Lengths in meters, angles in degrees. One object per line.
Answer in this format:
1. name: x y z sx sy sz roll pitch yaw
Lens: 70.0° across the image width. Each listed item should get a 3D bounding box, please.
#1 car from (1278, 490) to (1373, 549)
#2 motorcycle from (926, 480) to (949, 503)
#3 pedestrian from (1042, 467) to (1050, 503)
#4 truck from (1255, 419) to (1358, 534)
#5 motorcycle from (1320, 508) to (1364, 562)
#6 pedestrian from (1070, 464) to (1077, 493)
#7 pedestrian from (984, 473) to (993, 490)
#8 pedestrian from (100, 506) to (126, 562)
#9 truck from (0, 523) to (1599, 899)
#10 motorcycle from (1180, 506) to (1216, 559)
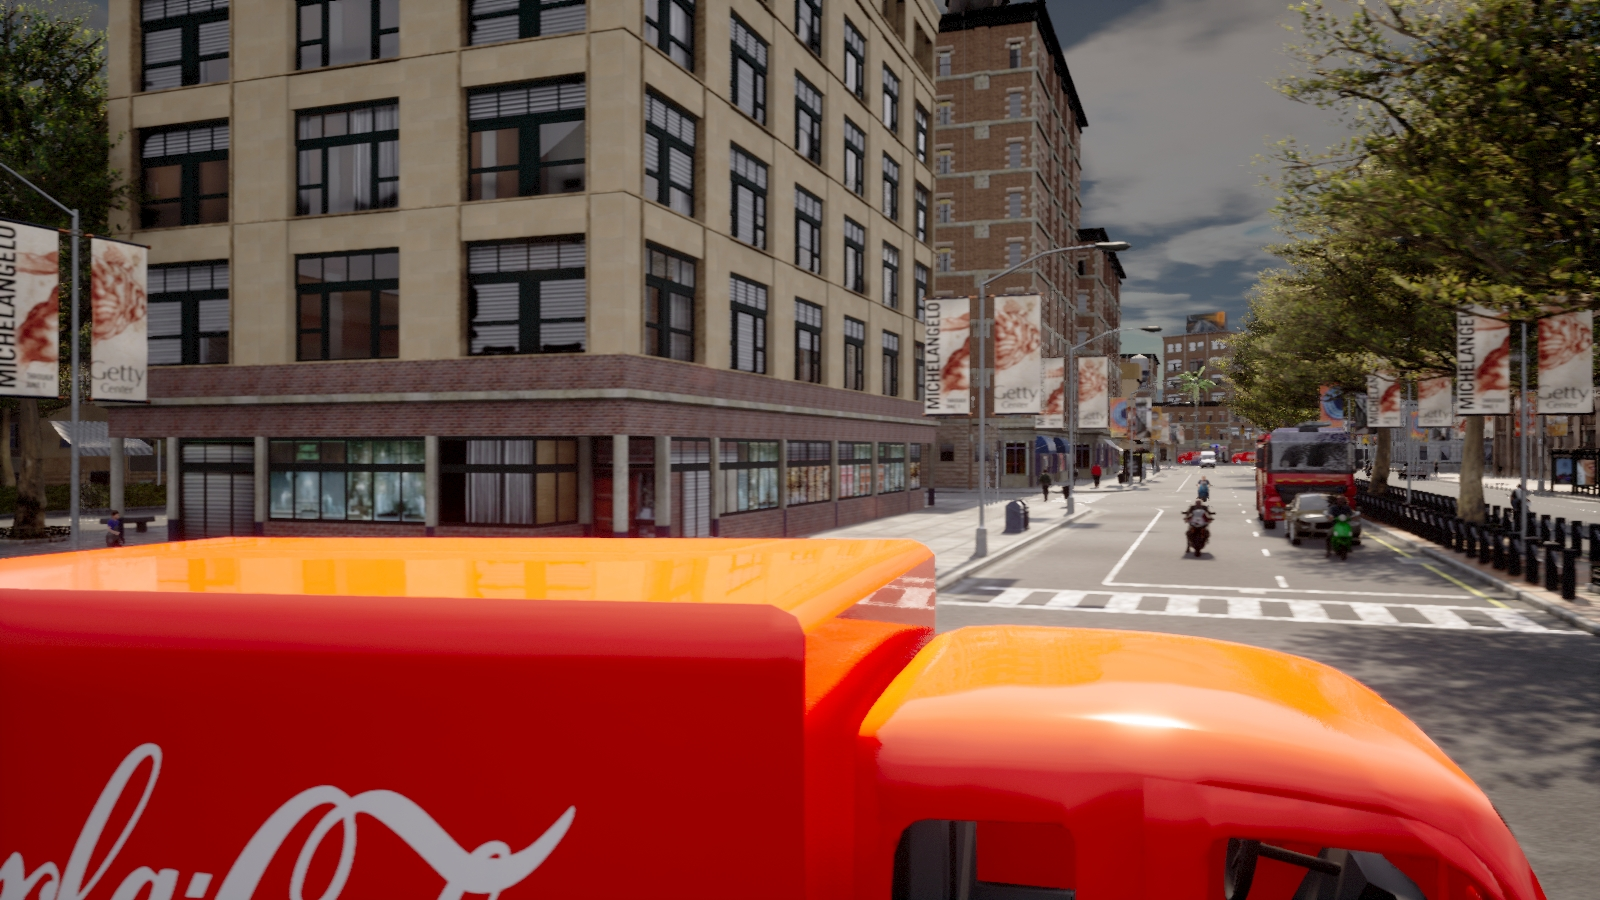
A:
1. car: 15.927 2.062 34.893 2.231 1.480 4.892 0 0 20
2. motorcycle: 7.422 2.207 61.421 0.803 1.145 2.033 0 0 20
3. pedestrian: 12.948 1.845 60.141 0.375 1.860 0.375 0 0 14
4. truck: 18.694 0.892 42.616 2.891 3.827 8.468 0 0 20
5. motorcycle: 14.039 2.183 29.655 0.856 1.236 1.805 0 0 20
6. pedestrian: 17.523 1.843 73.322 0.375 1.860 0.375 0 0 24
7. pedestrian: 12.481 2.070 75.711 0.500 1.100 0.500 0 0 22
8. pedestrian: -16.140 1.966 26.845 0.375 1.300 0.375 0 0 9
9. truck: -0.469 1.575 3.758 5.204 2.467 2.627 -1 0 15
10. motorcycle: 10.732 2.204 30.761 0.867 1.251 2.209 0 0 20
